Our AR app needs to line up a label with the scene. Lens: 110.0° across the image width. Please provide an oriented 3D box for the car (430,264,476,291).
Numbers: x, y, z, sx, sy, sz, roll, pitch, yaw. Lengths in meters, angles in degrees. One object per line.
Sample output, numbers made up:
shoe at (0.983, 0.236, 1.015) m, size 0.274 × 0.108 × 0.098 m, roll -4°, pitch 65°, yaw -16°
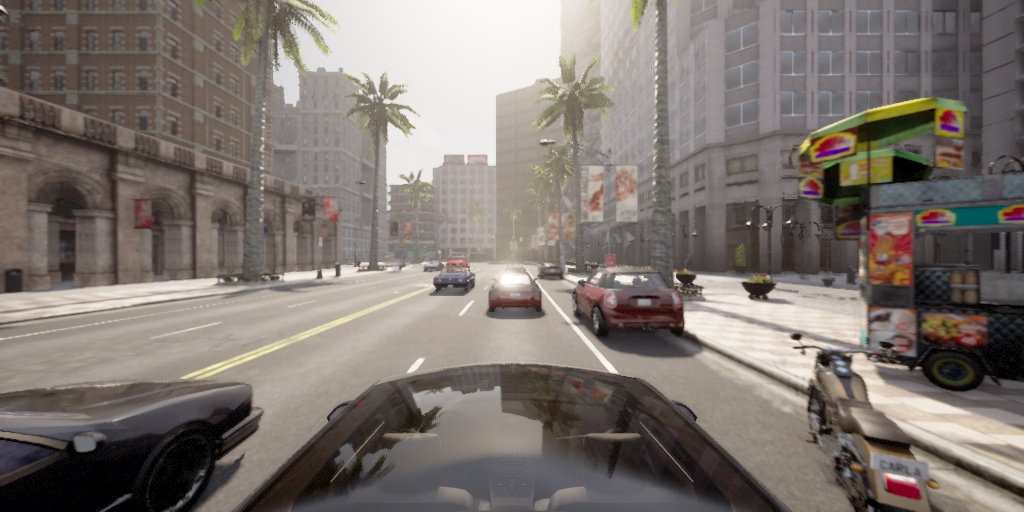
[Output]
car at (-3.303, 1.348, 21.538) m, size 1.895 × 1.301 × 4.718 m, roll 0°, pitch 0°, yaw 1°

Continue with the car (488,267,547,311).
car at (0.124, 1.312, 14.371) m, size 1.994 × 1.385 × 4.181 m, roll 0°, pitch 0°, yaw 0°

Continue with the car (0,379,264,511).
car at (-3.401, 1.298, 1.071) m, size 2.033 × 1.411 × 5.357 m, roll 0°, pitch 0°, yaw 0°

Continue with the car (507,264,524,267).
car at (0.333, 1.346, 33.048) m, size 1.895 × 1.301 × 4.718 m, roll 0°, pitch 0°, yaw 1°

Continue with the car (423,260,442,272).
car at (-10.113, 1.291, 46.880) m, size 2.033 × 1.411 × 5.357 m, roll 0°, pitch 0°, yaw 1°

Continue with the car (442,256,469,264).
car at (-6.668, 0.969, 44.324) m, size 2.150 × 2.045 × 5.566 m, roll 0°, pitch 0°, yaw 1°
